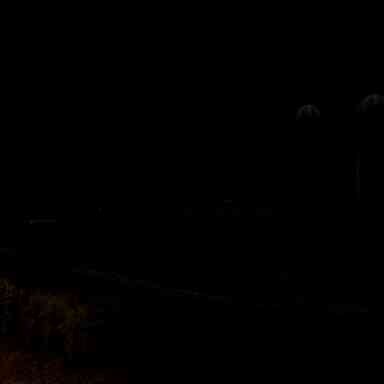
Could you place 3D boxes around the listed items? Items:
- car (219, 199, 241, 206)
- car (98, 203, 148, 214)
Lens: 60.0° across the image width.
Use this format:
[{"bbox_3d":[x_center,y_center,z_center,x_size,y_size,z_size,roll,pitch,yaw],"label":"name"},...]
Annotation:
[{"bbox_3d":[5.411,1.695,47.051,1.812,1.442,4.674,0,-1,36],"label":"car"},{"bbox_3d":[-6.333,1.677,30.957,1.895,1.301,4.718,0,-1,36],"label":"car"}]
